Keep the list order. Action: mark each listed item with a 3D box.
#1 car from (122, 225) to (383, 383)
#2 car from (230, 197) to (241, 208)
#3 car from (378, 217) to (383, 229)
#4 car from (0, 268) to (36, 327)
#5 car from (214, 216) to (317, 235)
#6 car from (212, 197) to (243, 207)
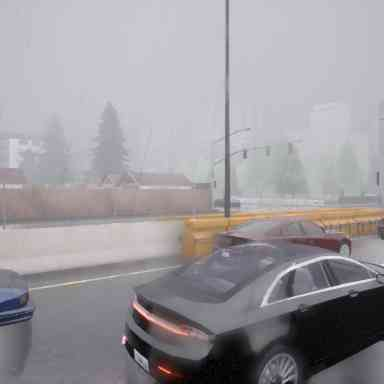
[{"bbox_3d":[1.455,1.492,4.796,4.902,1.511,2.128,0,0,-36],"label":"car"},{"bbox_3d":[4.675,1.601,46.120,1.895,1.301,4.718,0,0,-33],"label":"car"},{"bbox_3d":[10.606,1.505,15.659,4.892,1.490,1.837,0,0,-36],"label":"car"},{"bbox_3d":[-5.105,1.547,4.398,5.357,1.411,2.033,0,0,-36],"label":"car"},{"bbox_3d":[2.894,1.478,10.129,5.008,1.535,1.882,0,0,-36],"label":"car"},{"bbox_3d":[5.414,1.491,51.363,2.128,1.511,4.902,0,0,-34],"label":"car"}]
